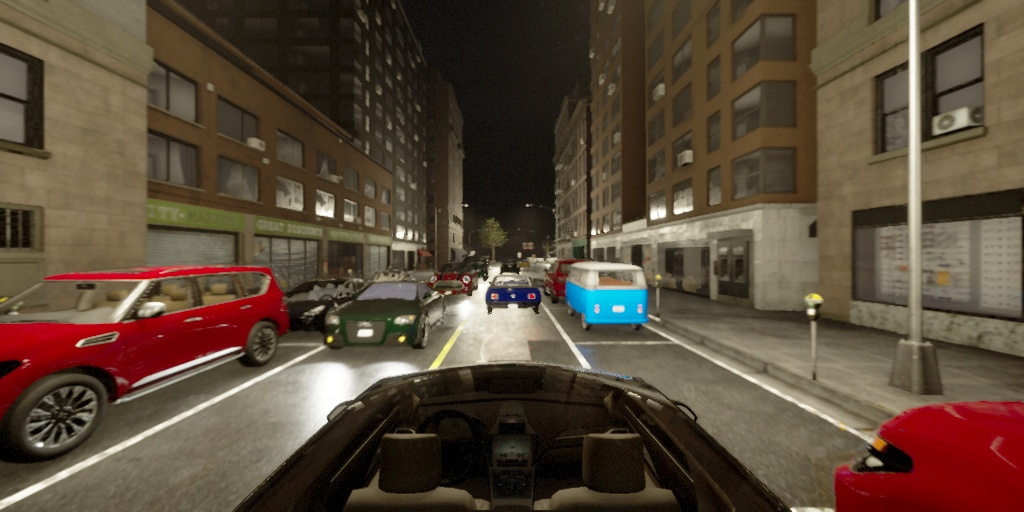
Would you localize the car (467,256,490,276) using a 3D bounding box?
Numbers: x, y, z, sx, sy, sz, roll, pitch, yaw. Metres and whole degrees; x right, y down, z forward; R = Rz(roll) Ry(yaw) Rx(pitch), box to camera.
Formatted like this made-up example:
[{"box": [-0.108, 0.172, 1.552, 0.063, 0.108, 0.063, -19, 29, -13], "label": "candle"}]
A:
[{"box": [-3.022, 0.993, 29.700, 2.150, 2.045, 5.566, 0, 0, -1], "label": "car"}]

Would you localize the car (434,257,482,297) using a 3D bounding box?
[{"box": [-2.974, 1.119, 19.057, 2.097, 1.767, 4.553, 0, 0, 0], "label": "car"}]

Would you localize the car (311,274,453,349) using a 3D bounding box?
[{"box": [-2.899, 1.326, 9.046, 1.994, 1.385, 4.181, 0, 0, 0], "label": "car"}]

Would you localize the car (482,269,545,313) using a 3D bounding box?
[{"box": [0.016, 1.356, 13.961, 1.895, 1.301, 4.718, 0, 0, -1], "label": "car"}]

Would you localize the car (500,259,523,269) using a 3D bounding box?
[{"box": [-0.213, 1.117, 38.367, 2.097, 1.767, 4.553, 0, 0, 0], "label": "car"}]

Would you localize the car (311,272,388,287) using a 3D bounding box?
[{"box": [-5.478, 1.336, 10.684, 1.948, 1.339, 4.313, 0, 0, 0], "label": "car"}]

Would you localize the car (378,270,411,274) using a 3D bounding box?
[{"box": [-5.522, 1.324, 16.188, 2.007, 1.370, 4.403, 0, 0, 0], "label": "car"}]

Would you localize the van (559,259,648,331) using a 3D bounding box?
[{"box": [2.630, 1.087, 10.755, 1.690, 1.789, 3.998, 0, 0, 0], "label": "van"}]

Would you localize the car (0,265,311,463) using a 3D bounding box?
[{"box": [-5.433, 1.083, 5.181, 2.192, 1.841, 5.009, 0, 0, 0], "label": "car"}]

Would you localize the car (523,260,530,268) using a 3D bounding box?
[{"box": [2.167, 1.294, 60.457, 1.751, 1.417, 4.829, 0, 0, 0], "label": "car"}]

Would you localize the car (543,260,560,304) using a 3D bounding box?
[{"box": [2.579, 1.063, 16.258, 2.192, 1.841, 5.009, 0, 0, 0], "label": "car"}]
